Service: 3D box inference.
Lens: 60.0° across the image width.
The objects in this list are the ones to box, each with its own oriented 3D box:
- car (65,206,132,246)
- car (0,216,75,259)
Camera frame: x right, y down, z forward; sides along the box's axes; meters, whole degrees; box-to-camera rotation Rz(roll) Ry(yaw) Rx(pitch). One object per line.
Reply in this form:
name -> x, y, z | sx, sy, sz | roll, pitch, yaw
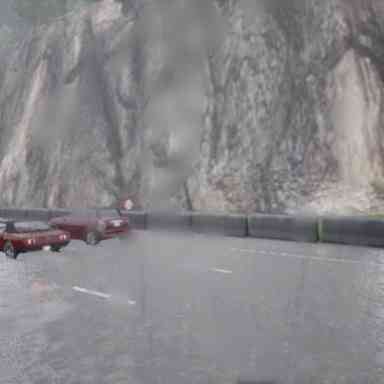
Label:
car -> -5.080, 1.494, 16.200 | 4.553, 1.767, 2.097 | -1, 0, 36
car -> -6.995, 1.742, 13.260 | 4.718, 1.301, 1.895 | -1, 0, 36
